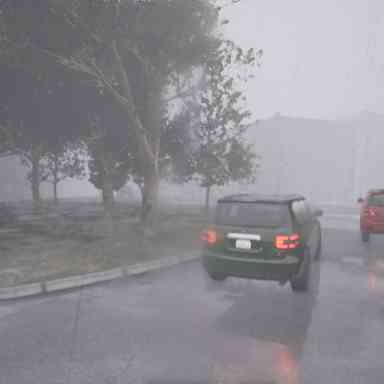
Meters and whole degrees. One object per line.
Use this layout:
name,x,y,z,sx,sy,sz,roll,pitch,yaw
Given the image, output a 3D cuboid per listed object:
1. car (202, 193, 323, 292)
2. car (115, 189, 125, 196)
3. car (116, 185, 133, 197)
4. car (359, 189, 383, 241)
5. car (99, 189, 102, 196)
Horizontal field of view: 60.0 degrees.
car,2.133,1.039,8.876,2.150,2.045,5.566,1,2,25
car,-15.534,0.187,71.947,2.033,1.411,5.357,0,0,-12
car,-11.388,-0.160,56.381,2.150,2.045,5.566,-1,1,-17
car,8.399,0.890,14.125,2.150,2.045,5.566,1,2,27
car,-18.376,0.139,69.736,1.882,1.535,5.008,0,0,-12
